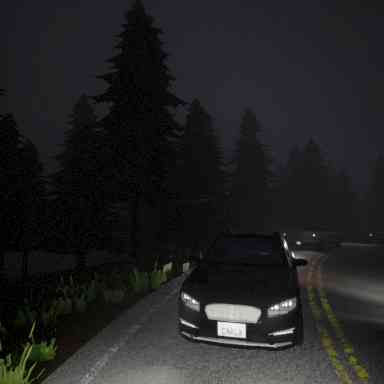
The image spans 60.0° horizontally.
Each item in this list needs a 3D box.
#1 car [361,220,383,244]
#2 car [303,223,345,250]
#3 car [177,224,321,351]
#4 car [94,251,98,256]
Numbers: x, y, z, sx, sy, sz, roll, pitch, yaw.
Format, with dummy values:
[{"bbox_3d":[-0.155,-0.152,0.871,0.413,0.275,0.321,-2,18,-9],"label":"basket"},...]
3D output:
[{"bbox_3d":[15.972,3.237,26.525,5.566,2.045,2.150,8,-8,-28],"label":"car"},{"bbox_3d":[6.543,2.312,17.765,1.895,1.301,4.718,-3,-6,39],"label":"car"},{"bbox_3d":[1.139,1.562,6.634,2.128,1.511,4.902,-1,-2,15],"label":"car"},{"bbox_3d":[-20.220,13.651,73.015,4.181,1.381,1.994,-2,-5,31],"label":"car"}]
